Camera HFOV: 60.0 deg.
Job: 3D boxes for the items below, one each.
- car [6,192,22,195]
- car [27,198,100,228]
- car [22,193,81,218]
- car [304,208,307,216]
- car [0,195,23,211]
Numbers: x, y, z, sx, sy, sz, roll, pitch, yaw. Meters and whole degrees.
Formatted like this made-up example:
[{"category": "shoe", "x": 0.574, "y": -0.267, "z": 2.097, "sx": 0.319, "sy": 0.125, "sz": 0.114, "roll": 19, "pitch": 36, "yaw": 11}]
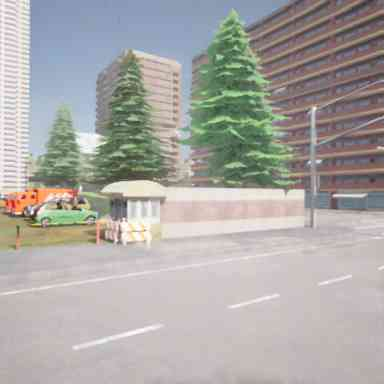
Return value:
[{"category": "car", "x": -26.355, "y": 1.242, "z": 46.254, "sx": 3.866, "sy": 1.878, "sz": 1.905, "roll": 0, "pitch": 0, "yaw": -35}, {"category": "car", "x": -7.951, "y": 1.381, "z": 21.143, "sx": 3.988, "sy": 1.617, "sz": 1.851, "roll": 0, "pitch": 0, "yaw": -35}, {"category": "car", "x": -9.981, "y": 1.218, "z": 25.191, "sx": 4.605, "sy": 1.855, "sz": 1.932, "roll": 0, "pitch": 0, "yaw": -35}, {"category": "car", "x": 9.946, "y": 1.783, "z": 35.334, "sx": 1.812, "sy": 1.442, "sz": 4.674, "roll": 1, "pitch": 0, "yaw": -36}, {"category": "car", "x": -25.073, "y": 1.429, "z": 43.733, "sx": 4.193, "sy": 1.474, "sz": 1.816, "roll": 0, "pitch": 0, "yaw": -35}]
